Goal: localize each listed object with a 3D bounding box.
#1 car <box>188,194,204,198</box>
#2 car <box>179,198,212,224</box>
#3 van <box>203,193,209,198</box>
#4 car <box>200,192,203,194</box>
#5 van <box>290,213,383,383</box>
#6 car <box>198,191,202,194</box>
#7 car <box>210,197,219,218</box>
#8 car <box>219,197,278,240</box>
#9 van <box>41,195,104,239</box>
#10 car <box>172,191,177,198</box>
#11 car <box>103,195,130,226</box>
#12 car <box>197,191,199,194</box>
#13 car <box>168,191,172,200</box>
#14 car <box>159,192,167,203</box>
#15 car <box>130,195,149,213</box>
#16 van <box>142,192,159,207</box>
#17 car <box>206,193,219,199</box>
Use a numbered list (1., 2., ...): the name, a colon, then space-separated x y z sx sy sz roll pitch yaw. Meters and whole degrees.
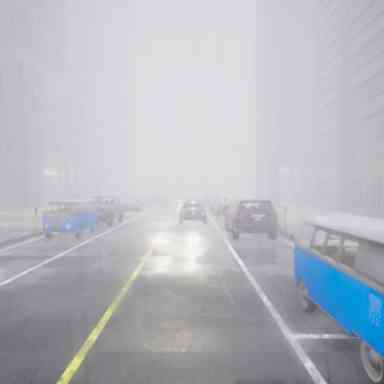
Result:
1. car: 0.064 1.257 40.275 1.994 1.385 4.181 0 0 0
2. car: 0.079 1.369 23.244 2.033 1.411 5.357 0 0 0
3. van: 2.724 1.004 44.220 1.690 1.788 3.998 0 0 0
4. car: 2.713 1.145 55.440 1.947 1.339 4.313 0 0 0
5. van: 2.759 1.302 4.957 1.690 1.788 3.998 0 0 0
6. car: 2.703 1.021 66.827 1.752 1.417 4.829 0 0 0
7. car: 2.739 1.334 27.394 1.887 1.381 4.507 0 0 0
8. car: 2.749 1.190 16.175 2.192 1.841 5.009 0 0 0
9. van: -5.776 1.216 16.157 1.690 1.788 3.998 0 0 0
10. car: -5.842 0.915 89.079 1.947 1.339 4.313 0 0 0
11. car: -5.781 1.147 21.766 2.192 1.841 5.009 0 0 0
12. car: 2.683 0.900 89.092 2.008 1.369 4.403 0 0 0
13. car: -5.827 0.985 72.081 1.752 1.417 4.829 0 0 0
14. car: -5.812 1.020 55.423 1.967 1.590 4.097 0 0 0
15. car: -5.792 1.298 32.986 2.008 1.369 4.403 0 0 0
16. van: -5.802 1.005 44.204 1.690 1.788 3.998 0 0 0
17. car: 2.734 1.187 33.002 1.967 1.590 4.097 0 0 0
